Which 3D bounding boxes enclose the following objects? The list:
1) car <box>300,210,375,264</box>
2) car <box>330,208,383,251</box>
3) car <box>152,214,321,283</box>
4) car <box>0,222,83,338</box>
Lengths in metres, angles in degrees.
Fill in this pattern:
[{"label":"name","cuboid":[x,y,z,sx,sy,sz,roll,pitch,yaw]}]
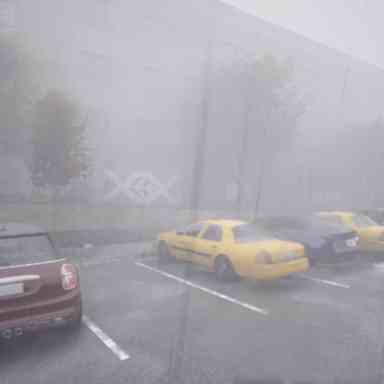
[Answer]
[{"label":"car","cuboid":[3.082,1.464,11.204,2.163,1.488,4.792,0,0,-35]},{"label":"car","cuboid":[5.265,1.418,12.955,1.946,1.575,5.366,0,0,-36]},{"label":"car","cuboid":[0.718,1.446,9.709,1.946,1.575,5.366,0,0,-36]},{"label":"car","cuboid":[-3.705,1.352,6.285,2.185,1.767,4.553,0,0,-35]}]
